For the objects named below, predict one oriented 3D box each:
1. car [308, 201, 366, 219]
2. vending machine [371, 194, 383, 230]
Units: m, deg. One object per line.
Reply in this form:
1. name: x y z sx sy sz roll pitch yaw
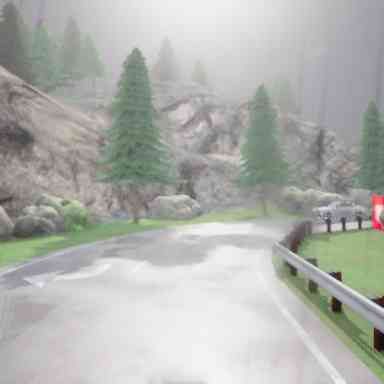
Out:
1. car: 11.913 1.514 27.309 4.674 1.442 1.812 0 0 -12
2. vending machine: 11.504 1.186 19.876 0.880 2.100 1.100 0 0 -23
